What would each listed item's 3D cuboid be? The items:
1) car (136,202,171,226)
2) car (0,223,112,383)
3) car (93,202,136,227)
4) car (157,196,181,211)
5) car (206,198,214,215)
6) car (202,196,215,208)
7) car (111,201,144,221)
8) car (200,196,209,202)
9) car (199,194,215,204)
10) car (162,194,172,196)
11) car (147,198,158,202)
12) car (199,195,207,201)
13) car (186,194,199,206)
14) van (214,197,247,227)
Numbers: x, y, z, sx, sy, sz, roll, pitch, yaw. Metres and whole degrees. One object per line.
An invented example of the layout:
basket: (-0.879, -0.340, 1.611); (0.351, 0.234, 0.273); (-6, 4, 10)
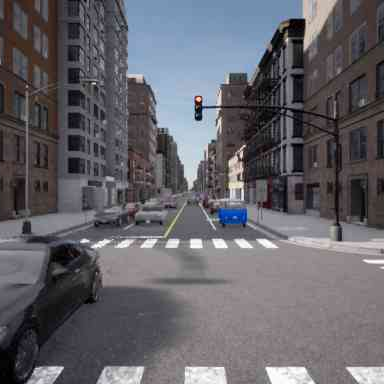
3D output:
car: (-2.823, 1.600, 23.601); (1.895, 1.301, 4.718); (0, 0, 0)
car: (-2.838, 1.521, 5.458); (1.812, 1.442, 4.674); (0, 0, 0)
car: (-5.362, 1.550, 22.483); (2.008, 1.369, 4.403); (0, 0, 0)
car: (-2.794, 1.560, 41.495); (1.994, 1.385, 4.181); (0, 0, 0)
car: (2.676, 1.580, 33.844); (1.802, 1.307, 4.206); (0, 0, 0)
car: (2.689, 1.577, 45.207); (1.802, 1.307, 4.206); (0, 0, 0)
car: (-5.356, 1.543, 28.164); (1.887, 1.381, 4.507); (0, 0, 0)
car: (2.721, 1.525, 73.614); (2.008, 1.369, 4.403); (0, 0, 0)
car: (2.696, 1.306, 50.889); (2.192, 1.841, 5.009); (0, 0, 0)
car: (-5.317, 1.548, 62.256); (1.947, 1.339, 4.313); (0, 0, 0)
car: (-5.336, 1.520, 45.040); (1.752, 1.417, 4.829); (0, 0, 0)
car: (2.734, 1.532, 84.976); (1.947, 1.339, 4.313); (0, 0, 0)
car: (0.168, 1.479, 55.380); (2.128, 1.511, 4.902); (0, 0, 0)
van: (2.663, 1.340, 22.482); (1.690, 1.788, 3.998); (0, 0, 0)
